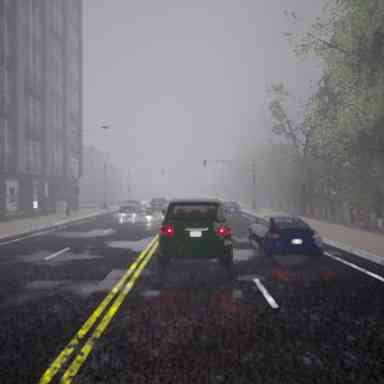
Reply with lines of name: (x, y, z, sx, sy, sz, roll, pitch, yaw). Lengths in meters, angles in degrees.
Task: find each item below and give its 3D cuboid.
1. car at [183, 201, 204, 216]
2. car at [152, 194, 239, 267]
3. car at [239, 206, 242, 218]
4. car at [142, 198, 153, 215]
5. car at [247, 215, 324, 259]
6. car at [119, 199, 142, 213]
car: (0.101, 1.552, 32.381, 1.895, 1.301, 4.718, 0, 0, 0)
car: (0.100, 1.204, 11.520, 2.150, 2.045, 5.566, 0, 0, 0)
car: (3.350, 1.502, 30.086, 2.033, 1.411, 5.357, 0, 0, 0)
car: (-3.315, 1.301, 33.264, 2.097, 1.767, 4.553, 0, 0, 0)
car: (3.350, 1.545, 12.601, 1.994, 1.385, 4.181, 0, 0, 0)
car: (-6.542, 1.493, 36.228, 2.033, 1.411, 5.357, 0, 0, 0)
